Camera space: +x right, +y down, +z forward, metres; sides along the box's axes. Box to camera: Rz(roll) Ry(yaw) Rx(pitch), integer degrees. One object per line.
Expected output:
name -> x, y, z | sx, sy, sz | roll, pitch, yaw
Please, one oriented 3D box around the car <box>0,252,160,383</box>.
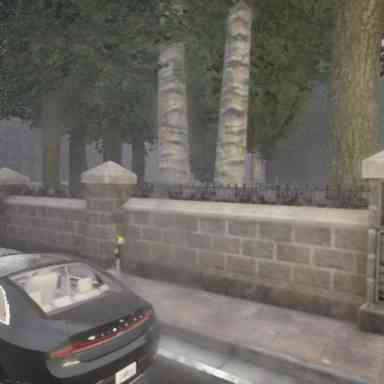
car -> -2.423, 1.524, 4.520 | 4.403, 1.369, 2.008 | 0, 2, 36
